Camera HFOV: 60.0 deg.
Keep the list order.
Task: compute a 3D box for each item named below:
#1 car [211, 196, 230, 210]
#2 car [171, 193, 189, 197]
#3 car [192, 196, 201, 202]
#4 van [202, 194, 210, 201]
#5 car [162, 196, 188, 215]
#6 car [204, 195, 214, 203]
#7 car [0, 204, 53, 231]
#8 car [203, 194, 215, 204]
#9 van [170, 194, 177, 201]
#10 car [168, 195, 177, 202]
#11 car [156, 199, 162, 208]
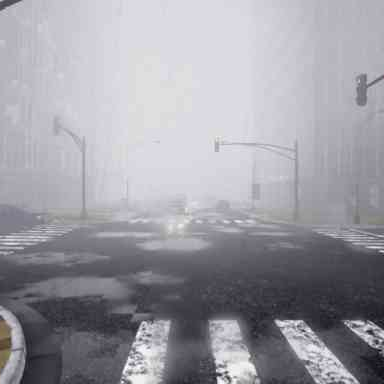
[{"bbox_3d":[3.788,1.579,41.822,1.947,1.339,4.313,0,0,0],"label":"car"},{"bbox_3d":[-1.752,1.227,52.849,2.150,2.045,5.566,0,0,-1],"label":"car"},{"bbox_3d":[0.942,1.512,73.102,1.812,1.442,4.674,0,0,0],"label":"car"},{"bbox_3d":[3.447,1.321,80.513,1.690,1.788,3.998,0,0,0],"label":"van"},{"bbox_3d":[-1.621,1.507,34.575,2.128,1.511,4.902,0,0,0],"label":"car"},{"bbox_3d":[3.531,1.432,69.459,1.967,1.590,4.097,0,0,0],"label":"car"},{"bbox_3d":[-10.812,1.369,18.898,5.357,1.411,2.033,1,0,1],"label":"car"},{"bbox_3d":[3.572,1.313,63.930,2.192,1.841,5.009,0,0,0],"label":"car"},{"bbox_3d":[-4.433,1.321,80.454,1.690,1.788,3.998,0,0,0],"label":"van"},{"bbox_3d":[-4.391,1.426,74.927,1.967,1.590,4.097,0,0,0],"label":"car"},{"bbox_3d":[-4.183,1.592,47.289,1.802,1.307,4.206,0,0,0],"label":"car"}]
